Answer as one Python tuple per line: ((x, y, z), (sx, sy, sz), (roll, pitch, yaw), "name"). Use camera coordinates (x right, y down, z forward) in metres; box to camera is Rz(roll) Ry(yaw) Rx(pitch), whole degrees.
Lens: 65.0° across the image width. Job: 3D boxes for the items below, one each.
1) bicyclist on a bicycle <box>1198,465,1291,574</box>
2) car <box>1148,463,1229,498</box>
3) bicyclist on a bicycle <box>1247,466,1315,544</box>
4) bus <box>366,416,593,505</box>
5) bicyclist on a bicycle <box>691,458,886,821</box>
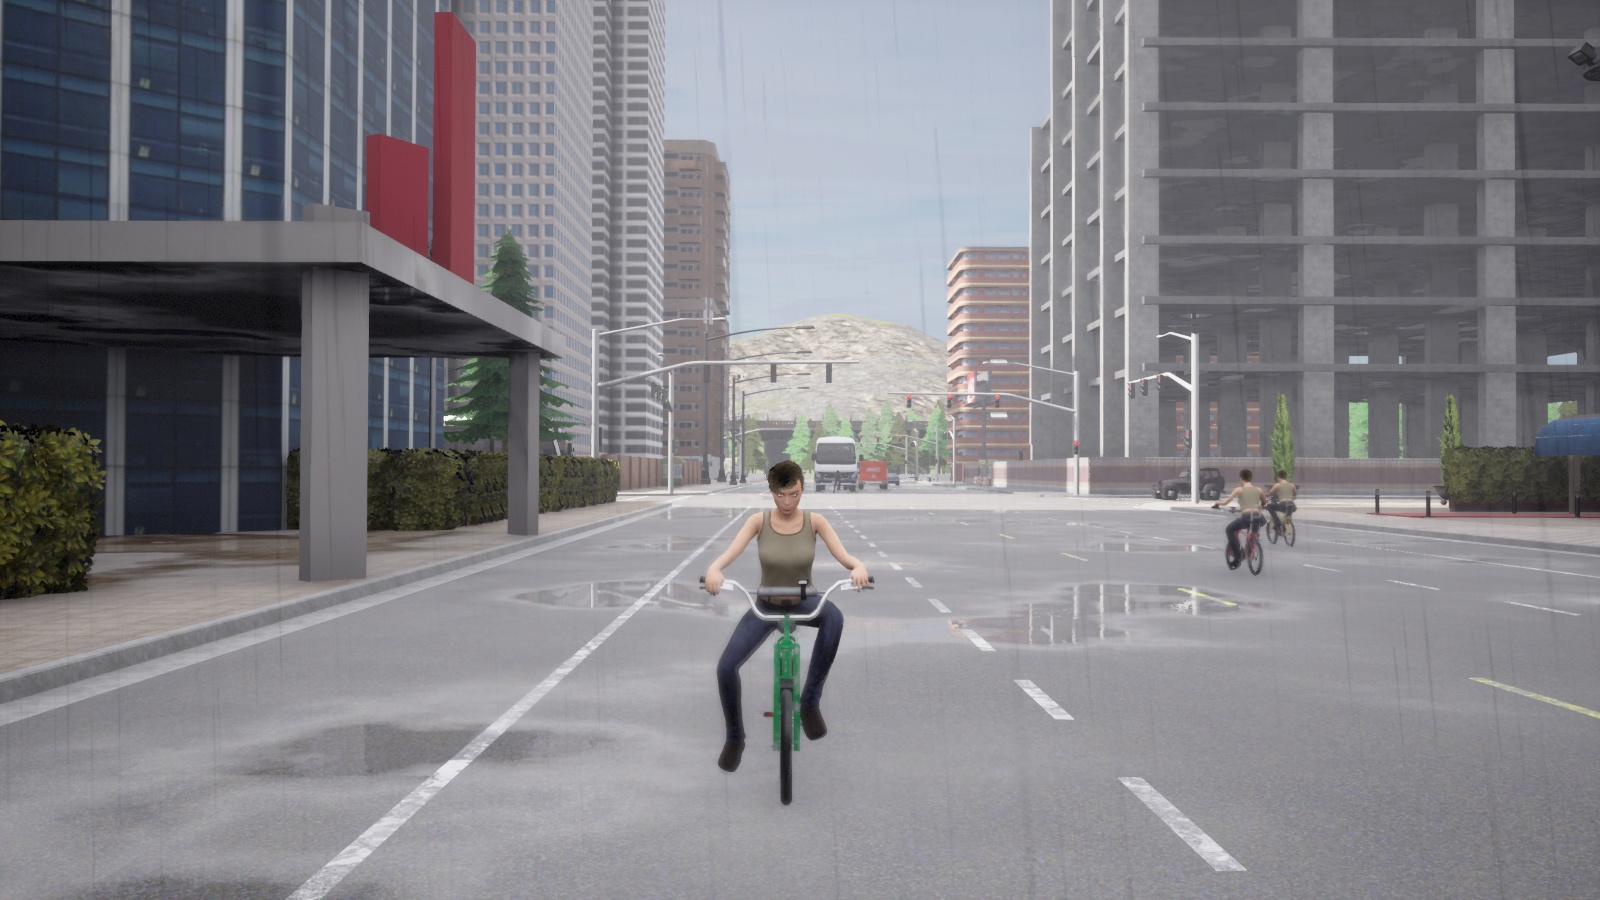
((6.853, 1.049, 19.445), (0.866, 1.612, 1.509), (0, -1, -1), "bicyclist on a bicycle")
((21.503, 1.689, 69.552), (3.866, 1.878, 1.905), (0, -1, 0), "car")
((10.289, 1.161, 26.919), (0.866, 1.612, 1.509), (0, -1, 0), "bicyclist on a bicycle")
((-15.772, 0.549, 62.540), (10.273, 4.253, 3.944), (0, -1, 0), "bus")
((-0.061, 0.858, 6.372), (0.866, 1.612, 1.509), (0, -1, -1), "bicyclist on a bicycle")
